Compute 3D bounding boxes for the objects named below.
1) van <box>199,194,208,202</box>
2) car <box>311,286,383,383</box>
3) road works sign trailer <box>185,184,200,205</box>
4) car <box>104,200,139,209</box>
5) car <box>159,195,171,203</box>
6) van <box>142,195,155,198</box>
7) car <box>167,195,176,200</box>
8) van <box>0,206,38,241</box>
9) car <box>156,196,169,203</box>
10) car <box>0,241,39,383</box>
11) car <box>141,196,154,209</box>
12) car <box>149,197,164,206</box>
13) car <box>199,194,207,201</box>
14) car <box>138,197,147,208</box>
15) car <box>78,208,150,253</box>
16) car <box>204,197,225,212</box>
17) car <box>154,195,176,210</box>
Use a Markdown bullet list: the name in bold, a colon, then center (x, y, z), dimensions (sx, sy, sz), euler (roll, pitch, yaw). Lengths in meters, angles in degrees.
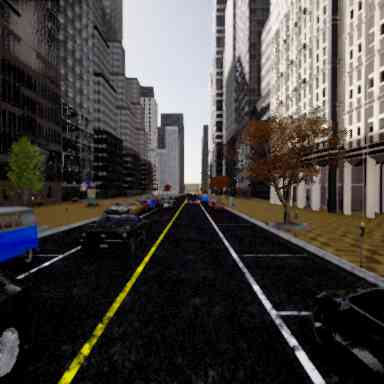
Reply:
- **van**: center (2.650, 1.259, 70.822), dimensions (1.690, 1.788, 3.998), euler (-1, 0, 0)
- **car**: center (2.678, 1.559, 3.320), dimensions (1.947, 1.339, 4.313), euler (-1, 0, 0)
- **road works sign trailer**: center (0.018, 0.389, 57.988), dimensions (2.380, 3.560, 2.880), euler (0, 0, 1)
- **car**: center (-5.710, 1.507, 25.817), dimensions (2.008, 1.369, 4.403), euler (-1, 0, 0)
- **car**: center (-5.726, 1.469, 70.818), dimensions (2.008, 1.369, 4.403), euler (-1, 0, 0)
- **van**: center (-5.719, 1.278, 42.692), dimensions (1.690, 1.788, 3.998), euler (-1, 0, 0)
- **car**: center (-5.733, 1.465, 93.318), dimensions (2.008, 1.369, 4.403), euler (-1, 0, 0)
- **van**: center (-5.708, 1.324, 8.942), dimensions (1.690, 1.788, 3.998), euler (-1, 0, 0)
- **car**: center (-5.724, 1.471, 65.193), dimensions (2.008, 1.369, 4.403), euler (-1, 0, 0)
- **car**: center (-3.094, 1.501, 2.568), dimensions (1.837, 1.490, 4.892), euler (0, 0, 0)
- **car**: center (-5.714, 1.487, 37.068), dimensions (1.887, 1.381, 4.507), euler (-1, 0, 0)
- **car**: center (-5.720, 1.472, 53.942), dimensions (1.887, 1.381, 4.507), euler (-1, 0, 0)
- **car**: center (2.648, 1.355, 82.071), dimensions (1.967, 1.590, 4.097), euler (-1, 0, 0)
- **car**: center (-5.713, 1.474, 31.273), dimensions (1.752, 1.417, 4.829), euler (-1, 0, 0)
- **car**: center (-3.056, 1.575, 13.767), dimensions (1.895, 1.301, 4.718), euler (0, 0, 0)
- **car**: center (2.666, 1.524, 37.071), dimensions (1.802, 1.307, 4.206), euler (-1, 0, 0)
- **car**: center (-3.099, 1.431, 41.950), dimensions (2.128, 1.511, 4.902), euler (0, 0, 0)
